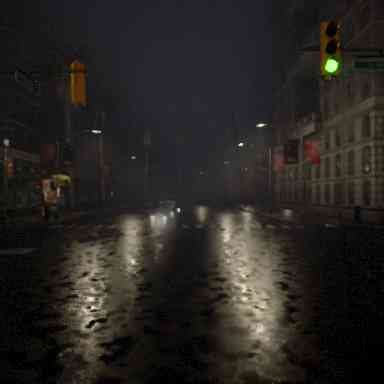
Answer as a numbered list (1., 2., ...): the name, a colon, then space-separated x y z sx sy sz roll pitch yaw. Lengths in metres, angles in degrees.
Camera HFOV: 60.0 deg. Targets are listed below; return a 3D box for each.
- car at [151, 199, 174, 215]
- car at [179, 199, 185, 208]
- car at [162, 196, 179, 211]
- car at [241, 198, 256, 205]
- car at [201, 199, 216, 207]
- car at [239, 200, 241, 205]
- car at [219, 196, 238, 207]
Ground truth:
1. car: -3.511 1.898 38.390 2.033 1.411 5.357 0 -1 0
2. car: -2.586 2.012 58.677 1.882 1.535 5.008 0 -1 10
3. car: -3.514 1.664 48.531 2.150 2.045 5.566 0 -1 0
4. car: 12.552 2.159 74.947 1.882 1.535 5.008 0 -1 41
5. car: 3.259 2.126 66.040 1.812 1.442 4.674 0 -1 22
6. car: 8.211 1.896 75.035 2.150 2.045 5.566 0 -1 38
7. car: 7.162 1.955 66.246 2.097 1.767 4.553 0 -1 25
